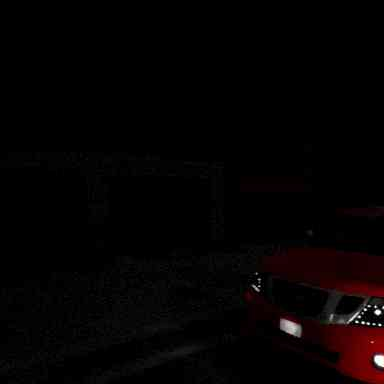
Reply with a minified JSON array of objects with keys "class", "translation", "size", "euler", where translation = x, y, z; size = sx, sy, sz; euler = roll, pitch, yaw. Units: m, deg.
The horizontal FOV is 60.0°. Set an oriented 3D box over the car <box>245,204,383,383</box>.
[{"class":"car","translation":[3.399,1.242,5.498],"size":[5.566,2.045,2.150],"euler":[0,0,-35]}]
